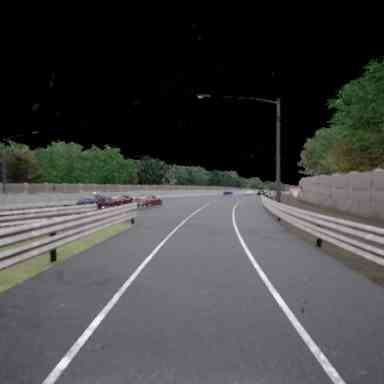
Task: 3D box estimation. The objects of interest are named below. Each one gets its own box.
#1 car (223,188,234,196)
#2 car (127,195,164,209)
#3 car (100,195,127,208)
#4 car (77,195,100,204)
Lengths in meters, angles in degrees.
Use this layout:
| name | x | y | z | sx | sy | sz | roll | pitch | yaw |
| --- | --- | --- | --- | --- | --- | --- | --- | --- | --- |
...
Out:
| name | x | y | z | sx | sy | sz | roll | pitch | yaw |
| --- | --- | --- | --- | --- | --- | --- | --- | --- | --- |
| car | 10.035 | 0.224 | 90.067 | 1.882 | 1.535 | 5.008 | 0 | 0 | 23 |
| car | -4.857 | 1.021 | 36.919 | 1.812 | 1.442 | 4.674 | 0 | 1 | 23 |
| car | -8.081 | 1.013 | 38.286 | 1.812 | 1.442 | 4.674 | 0 | 1 | 23 |
| car | -11.302 | 1.022 | 39.652 | 2.033 | 1.411 | 5.357 | 0 | 1 | 23 |
